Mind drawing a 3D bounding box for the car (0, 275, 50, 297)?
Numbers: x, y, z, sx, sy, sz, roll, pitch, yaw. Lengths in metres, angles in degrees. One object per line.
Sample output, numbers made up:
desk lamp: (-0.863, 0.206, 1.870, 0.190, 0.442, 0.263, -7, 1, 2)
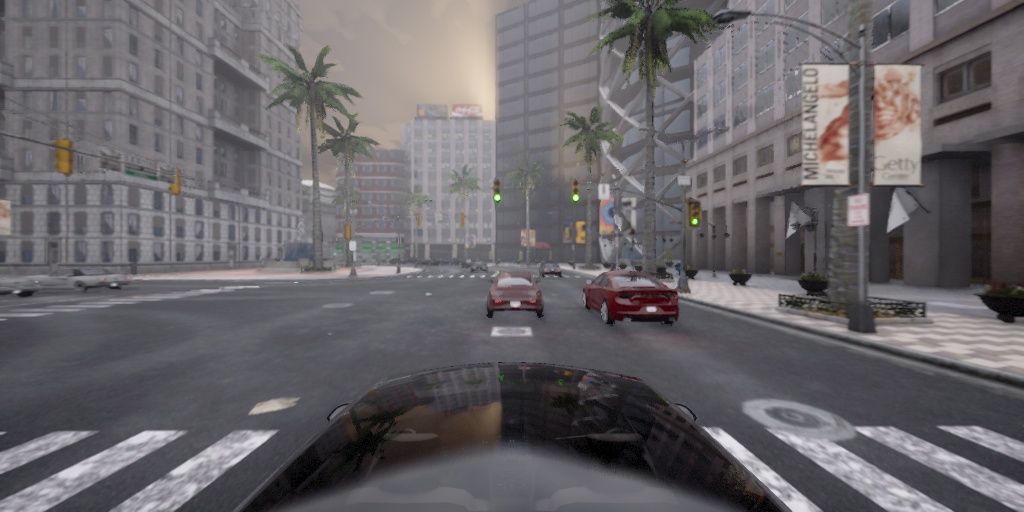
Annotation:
car: (-24.974, 1.337, 16.504, 4.718, 1.301, 1.895, 0, 0, 0)

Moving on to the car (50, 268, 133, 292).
car: (-24.607, 1.334, 20.196, 4.718, 1.301, 1.895, 0, 0, 0)

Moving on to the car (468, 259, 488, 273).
car: (-3.898, 1.276, 43.105, 1.994, 1.385, 4.181, 0, 0, -3)

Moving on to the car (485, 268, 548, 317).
car: (0.094, 1.265, 13.040, 1.812, 1.442, 4.674, 0, 0, 0)

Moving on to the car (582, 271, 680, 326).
car: (3.601, 1.219, 11.732, 1.882, 1.535, 5.008, 0, 0, 0)

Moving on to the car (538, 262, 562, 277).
car: (3.604, 1.268, 34.352, 2.033, 1.411, 5.357, 0, 0, 0)

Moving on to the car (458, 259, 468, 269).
car: (-6.435, 1.180, 54.995, 1.882, 1.535, 5.008, 0, 1, -21)
